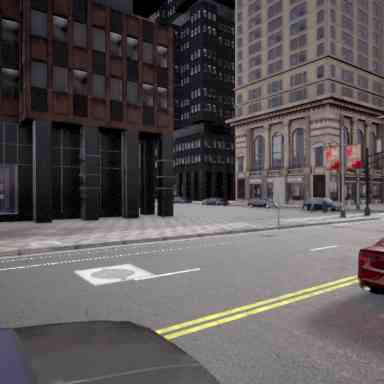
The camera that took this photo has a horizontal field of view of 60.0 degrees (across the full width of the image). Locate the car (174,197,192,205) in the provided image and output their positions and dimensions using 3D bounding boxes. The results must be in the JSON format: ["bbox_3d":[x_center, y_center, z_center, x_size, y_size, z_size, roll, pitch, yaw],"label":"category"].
[{"bbox_3d":[-2.102,1.609,62.179,2.033,1.411,5.357,0,0,-35],"label":"car"}]

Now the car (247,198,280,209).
[{"bbox_3d":[9.708,1.526,45.412,2.128,1.511,4.902,0,0,-35],"label":"car"}]

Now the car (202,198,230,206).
[{"bbox_3d":[3.766,1.595,53.818,2.033,1.411,5.357,0,0,-35],"label":"car"}]

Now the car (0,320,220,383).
[{"bbox_3d":[-2.275,1.548,1.821,5.357,1.411,2.033,0,0,-35],"label":"car"}]

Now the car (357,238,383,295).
[{"bbox_3d":[5.737,1.477,7.541,5.008,1.535,1.882,0,0,-36],"label":"car"}]

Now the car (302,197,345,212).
[{"bbox_3d":[14.988,1.376,37.949,2.097,1.767,4.553,0,0,-35],"label":"car"}]
